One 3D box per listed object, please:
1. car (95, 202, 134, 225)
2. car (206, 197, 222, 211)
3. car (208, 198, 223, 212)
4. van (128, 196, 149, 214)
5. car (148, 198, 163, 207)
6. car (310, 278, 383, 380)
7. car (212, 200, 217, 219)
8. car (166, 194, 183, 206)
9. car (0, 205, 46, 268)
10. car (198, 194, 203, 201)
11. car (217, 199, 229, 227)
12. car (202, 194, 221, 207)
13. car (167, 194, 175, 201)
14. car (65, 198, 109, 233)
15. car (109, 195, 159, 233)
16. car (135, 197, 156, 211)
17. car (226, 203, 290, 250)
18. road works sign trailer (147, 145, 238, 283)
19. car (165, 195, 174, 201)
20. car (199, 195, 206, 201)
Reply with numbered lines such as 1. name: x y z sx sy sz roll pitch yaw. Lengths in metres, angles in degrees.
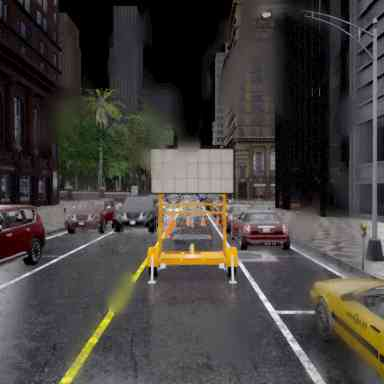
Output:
1. car: -5.734 1.549 25.191 1.887 1.381 4.507 0 0 0
2. car: 2.805 1.534 36.188 1.752 1.417 4.829 0 0 0
3. car: 2.798 1.557 30.593 2.008 1.369 4.403 0 0 0
4. van: -5.721 1.350 36.044 1.690 1.788 3.998 0 0 0
5. car: -5.700 1.594 52.322 1.802 1.307 4.206 0 0 0
6. car: 2.765 1.525 3.638 1.752 1.417 4.829 0 0 0
7. car: 2.790 1.549 25.168 1.887 1.381 4.507 0 0 0
8. car: -2.933 1.505 53.710 2.128 1.511 4.902 0 0 0
9. car: -5.755 1.315 8.914 2.192 1.841 5.009 0 0 0
10. car: 2.858 1.576 78.731 1.947 1.339 4.313 0 0 0
11. car: 2.784 1.442 19.743 1.967 1.590 4.097 0 0 0
12. car: 2.811 1.326 41.443 2.192 1.841 5.009 0 0 0
13. car: -5.654 1.447 89.602 1.967 1.590 4.097 0 0 0
14. car: -5.742 1.317 19.766 2.192 1.841 5.009 0 0 0
15. car: -3.075 1.224 19.997 2.150 2.045 5.566 0 0 0
16. car: -5.714 1.451 41.470 1.967 1.590 4.097 0 0 0
17. car: 2.777 1.441 14.318 1.967 1.590 4.097 0 0 0
18. road works sign trailer: 0.013 0.464 9.596 2.380 3.560 2.880 0 0 0
19. car: -5.660 1.559 84.182 2.008 1.369 4.403 0 0 0
20. car: 2.872 1.532 89.742 1.752 1.417 4.829 0 0 0
